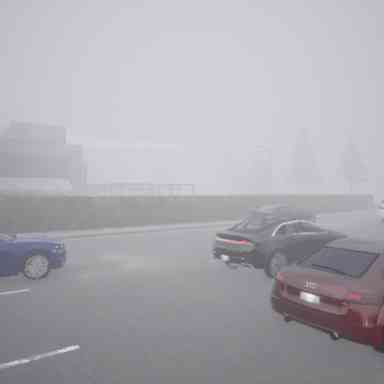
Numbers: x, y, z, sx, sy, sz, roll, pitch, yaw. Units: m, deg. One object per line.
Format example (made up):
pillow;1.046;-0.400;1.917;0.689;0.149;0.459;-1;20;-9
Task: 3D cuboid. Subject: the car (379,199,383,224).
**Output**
car;15.224;1.221;23.188;5.566;2.045;2.150;0;0;-35

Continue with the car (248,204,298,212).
car;5.621;1.477;20.642;5.008;1.535;1.882;0;0;-35

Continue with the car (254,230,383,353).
car;3.406;1.564;6.171;4.181;1.385;1.994;0;0;-35

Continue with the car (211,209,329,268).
car;2.822;1.491;10.052;4.902;1.511;2.128;0;0;-35

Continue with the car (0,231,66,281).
car;-5.773;1.477;8.227;5.008;1.535;1.882;0;0;-35
